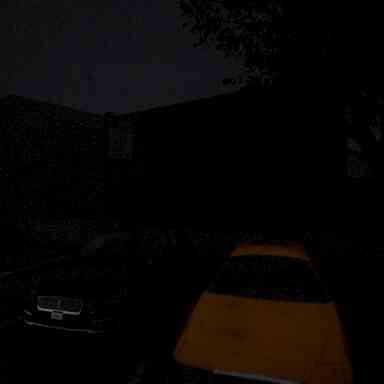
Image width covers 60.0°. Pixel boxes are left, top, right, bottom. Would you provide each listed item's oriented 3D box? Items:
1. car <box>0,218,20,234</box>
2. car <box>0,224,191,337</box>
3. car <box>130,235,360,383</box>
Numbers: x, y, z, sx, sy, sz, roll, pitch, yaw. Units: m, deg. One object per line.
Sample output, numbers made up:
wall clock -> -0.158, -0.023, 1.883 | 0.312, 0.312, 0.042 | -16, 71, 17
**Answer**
car -> -8.539, 1.527, 12.203 | 2.002, 1.452, 4.674 | 1, -1, 16
car -> -1.218, 1.487, 6.967 | 2.231, 1.521, 4.892 | 1, -1, 16
car -> 1.170, 1.480, 5.038 | 1.946, 1.575, 5.366 | 1, -1, 16
